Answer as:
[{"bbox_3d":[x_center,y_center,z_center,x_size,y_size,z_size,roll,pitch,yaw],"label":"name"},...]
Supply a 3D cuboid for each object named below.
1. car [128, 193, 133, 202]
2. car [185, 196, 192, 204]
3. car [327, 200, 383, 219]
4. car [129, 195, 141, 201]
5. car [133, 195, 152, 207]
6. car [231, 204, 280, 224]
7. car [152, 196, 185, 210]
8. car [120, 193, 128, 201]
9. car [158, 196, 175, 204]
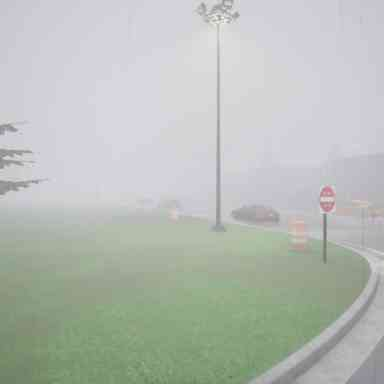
[{"bbox_3d":[-11.685,1.475,71.039,1.882,1.535,5.008,0,0,-23],"label":"car"},{"bbox_3d":[-1.608,1.502,65.416,1.837,1.490,4.892,0,0,-23],"label":"car"},{"bbox_3d":[14.182,1.475,29.341,1.882,1.535,5.008,0,0,-23],"label":"car"},{"bbox_3d":[-15.072,1.592,87.609,1.895,1.301,4.718,0,0,-23],"label":"car"},{"bbox_3d":[-7.361,1.490,52.565,2.128,1.511,4.902,0,0,-23],"label":"car"},{"bbox_3d":[4.671,1.562,24.884,1.994,1.385,4.181,0,0,-23],"label":"car"},{"bbox_3d":[-3.130,1.490,42.825,2.128,1.511,4.902,0,0,-23],"label":"car"},{"bbox_3d":[-15.820,1.222,80.552,2.150,2.045,5.566,0,0,-23],"label":"car"},{"bbox_3d":[-5.043,1.523,64.538,1.812,1.442,4.674,0,0,-23],"label":"car"}]
